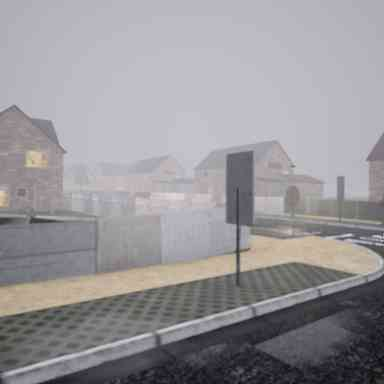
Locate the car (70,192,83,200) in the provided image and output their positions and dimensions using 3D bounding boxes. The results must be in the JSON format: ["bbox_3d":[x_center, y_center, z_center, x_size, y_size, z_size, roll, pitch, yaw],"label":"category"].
[{"bbox_3d":[-20.028,0.656,57.927,1.994,1.385,4.181,1,0,-36],"label":"car"}]

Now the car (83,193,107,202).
[{"bbox_3d":[-14.156,0.825,49.821,1.895,1.301,4.718,1,0,-36],"label":"car"}]

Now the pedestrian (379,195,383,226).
[{"bbox_3d":[11.322,1.058,19.575,0.375,1.860,0.375,2,-1,-36],"label":"pedestrian"}]
